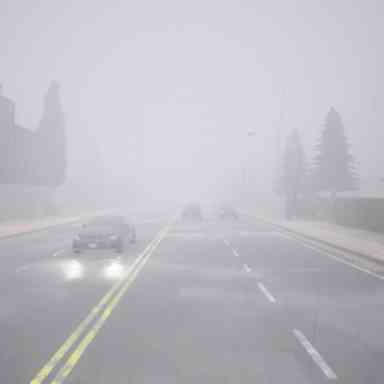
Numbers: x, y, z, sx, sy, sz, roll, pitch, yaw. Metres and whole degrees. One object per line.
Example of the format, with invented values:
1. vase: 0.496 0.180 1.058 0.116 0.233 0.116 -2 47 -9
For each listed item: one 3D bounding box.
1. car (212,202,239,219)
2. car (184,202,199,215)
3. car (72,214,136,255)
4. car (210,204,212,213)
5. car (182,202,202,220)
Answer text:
1. car: 3.516 1.969 33.465 2.033 1.411 5.357 0 -1 0
2. car: -0.070 2.051 43.191 1.837 1.490 4.892 0 0 0
3. car: -3.594 1.710 14.397 1.812 1.442 4.674 0 -1 0
4. car: 3.484 2.030 43.871 1.882 1.535 5.008 0 0 0
5. car: -0.006 1.902 32.549 2.128 1.511 4.902 0 -1 0
